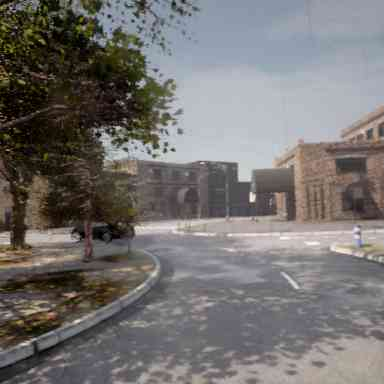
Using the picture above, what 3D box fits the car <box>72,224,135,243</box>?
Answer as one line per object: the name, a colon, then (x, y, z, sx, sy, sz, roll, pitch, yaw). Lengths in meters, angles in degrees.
car: (-6.209, 2.621, 23.040, 5.008, 1.535, 1.882, -3, -4, 32)
